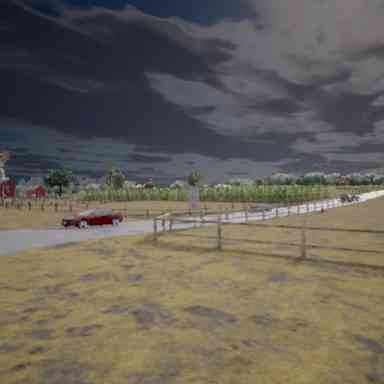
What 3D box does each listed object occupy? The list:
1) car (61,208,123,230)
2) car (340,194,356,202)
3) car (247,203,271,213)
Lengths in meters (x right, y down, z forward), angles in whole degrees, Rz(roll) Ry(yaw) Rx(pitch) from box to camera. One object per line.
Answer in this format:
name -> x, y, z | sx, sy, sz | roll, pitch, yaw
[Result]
car -> -7.704, 2.015, 25.972 | 1.882, 1.535, 5.008 | -2, -2, 36
car -> 39.430, 1.526, 84.901 | 2.150, 2.045, 5.566 | -2, 0, 36
car -> 10.244, 2.420, 50.624 | 2.033, 1.411, 5.357 | -2, -1, 36
